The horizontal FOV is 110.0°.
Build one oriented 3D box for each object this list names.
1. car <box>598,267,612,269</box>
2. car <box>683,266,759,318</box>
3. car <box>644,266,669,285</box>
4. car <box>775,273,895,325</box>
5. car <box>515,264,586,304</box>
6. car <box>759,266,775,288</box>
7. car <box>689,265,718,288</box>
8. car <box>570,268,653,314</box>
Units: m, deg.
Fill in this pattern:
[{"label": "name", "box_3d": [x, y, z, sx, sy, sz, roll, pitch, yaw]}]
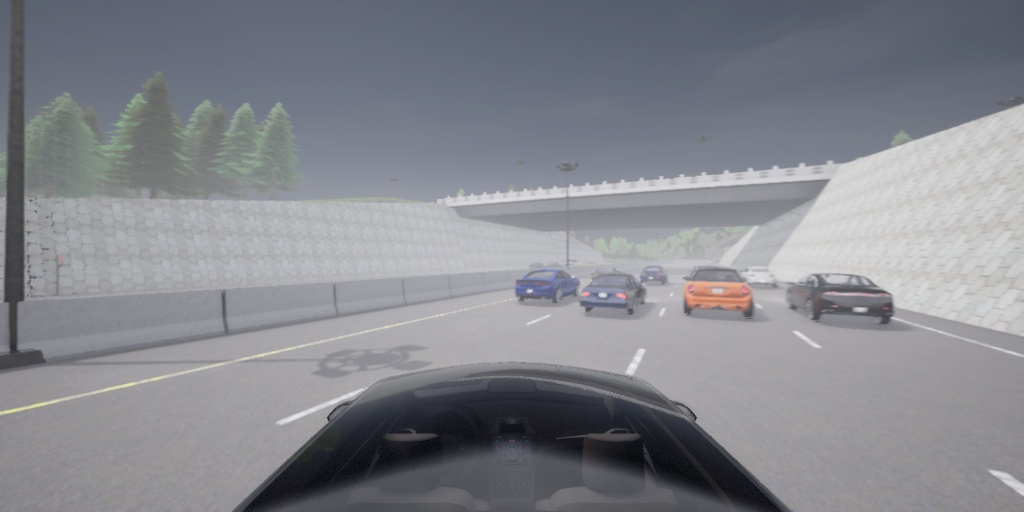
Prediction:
[{"label": "car", "box_3d": [8.128, 1.594, 30.201, 1.895, 1.301, 4.718, 0, -1, 27]}, {"label": "car", "box_3d": [7.785, 1.200, 13.806, 2.097, 1.767, 4.553, 0, -1, 27]}, {"label": "car", "box_3d": [11.552, 1.507, 29.207, 1.812, 1.442, 4.674, 0, 0, 27]}, {"label": "car", "box_3d": [10.952, 1.326, 12.314, 2.128, 1.511, 4.902, 0, 0, 27]}, {"label": "car", "box_3d": [1.892, 1.366, 17.656, 1.882, 1.535, 5.008, 0, 0, 27]}, {"label": "car", "box_3d": [17.816, 1.473, 26.083, 1.812, 1.442, 4.674, 0, 0, 27]}, {"label": "car", "box_3d": [14.508, 1.469, 27.302, 1.837, 1.490, 4.892, 0, 0, 27]}, {"label": "car", "box_3d": [4.236, 1.407, 14.556, 2.033, 1.411, 5.357, 0, -1, 27]}]
